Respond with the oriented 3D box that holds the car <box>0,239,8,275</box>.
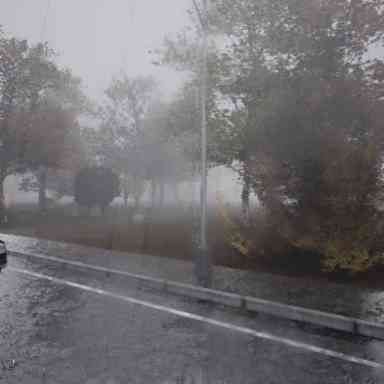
[{"bbox_3d":[-6.798,1.489,8.850,4.902,1.511,2.128,0,0,36],"label":"car"}]
